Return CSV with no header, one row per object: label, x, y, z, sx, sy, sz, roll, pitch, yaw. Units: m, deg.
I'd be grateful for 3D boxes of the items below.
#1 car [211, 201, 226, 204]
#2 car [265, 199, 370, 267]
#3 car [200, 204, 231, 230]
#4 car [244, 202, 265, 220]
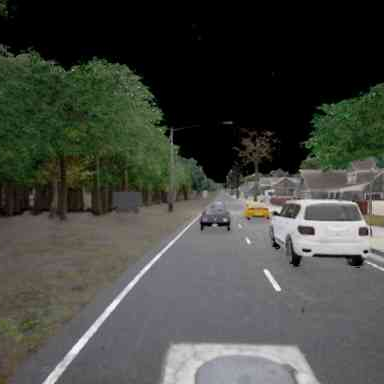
car,3.354,1.806,42.401,1.994,1.385,4.181,0,0,5
car,4.226,1.274,11.876,2.150,2.045,5.566,0,0,4
car,1.565,1.707,22.016,1.895,1.301,4.718,0,0,5
car,5.801,1.654,30.267,1.882,1.535,5.008,0,0,5
